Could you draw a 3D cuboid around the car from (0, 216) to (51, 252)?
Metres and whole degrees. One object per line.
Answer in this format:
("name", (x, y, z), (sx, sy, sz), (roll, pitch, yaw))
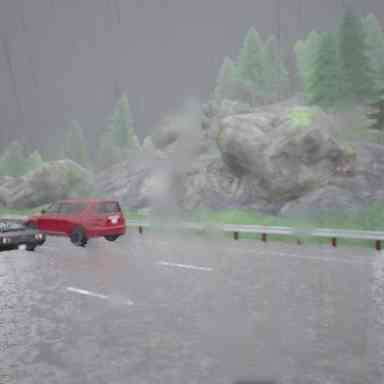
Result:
("car", (-8.086, 1.751, 13.344), (4.718, 1.301, 1.895), (-1, 0, 32))

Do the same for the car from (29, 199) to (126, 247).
("car", (-5.671, 1.370, 15.971), (5.566, 2.045, 2.150), (0, 0, 32))
